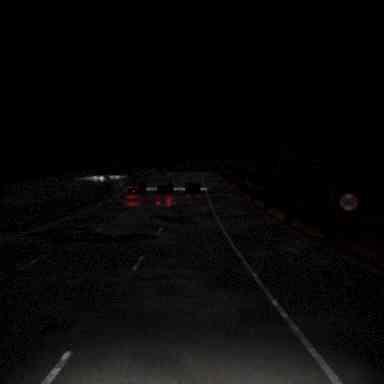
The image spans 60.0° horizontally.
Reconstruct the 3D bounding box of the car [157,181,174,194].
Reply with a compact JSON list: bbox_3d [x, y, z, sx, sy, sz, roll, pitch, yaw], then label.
[{"bbox_3d":[-3.379,-0.666,41.982,1.812,1.442,4.674,0,7,0],"label":"car"}]

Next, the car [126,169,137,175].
[{"bbox_3d":[-13.717,-4.522,75.658,1.895,1.301,4.718,0,7,0],"label":"car"}]

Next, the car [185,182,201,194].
[{"bbox_3d":[0.123,-0.640,42.047,1.994,1.385,4.181,0,7,0],"label":"car"}]

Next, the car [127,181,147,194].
[{"bbox_3d":[-6.881,-0.670,41.892,1.837,1.490,4.892,0,7,0],"label":"car"}]

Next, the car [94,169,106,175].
[{"bbox_3d":[-20.716,-4.515,75.694,1.895,1.301,4.718,0,7,0],"label":"car"}]

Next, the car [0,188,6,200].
[{"bbox_3d":[-20.957,0.259,33.702,2.128,1.511,4.902,0,6,1],"label":"car"}]

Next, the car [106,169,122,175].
[{"bbox_3d":[-17.216,-4.577,75.700,2.033,1.411,5.357,0,7,0],"label":"car"}]
